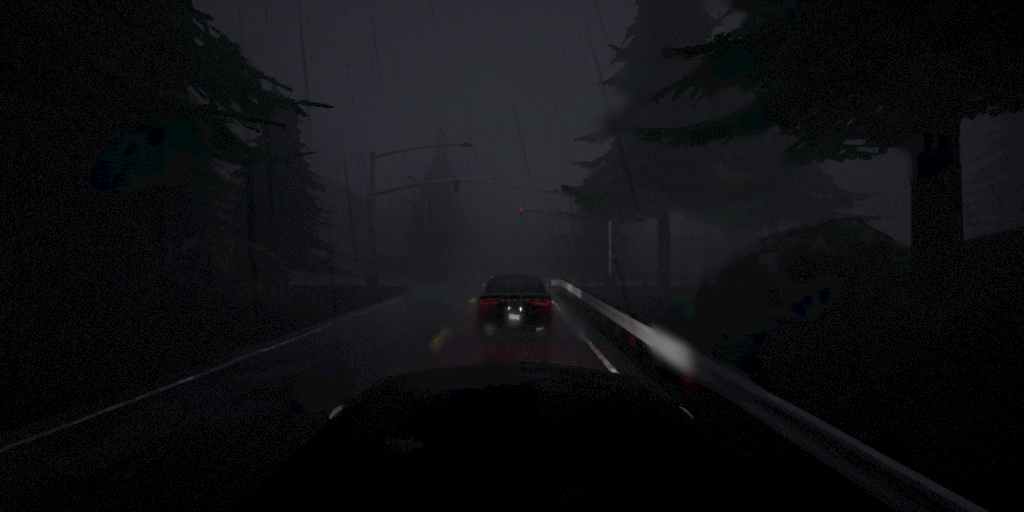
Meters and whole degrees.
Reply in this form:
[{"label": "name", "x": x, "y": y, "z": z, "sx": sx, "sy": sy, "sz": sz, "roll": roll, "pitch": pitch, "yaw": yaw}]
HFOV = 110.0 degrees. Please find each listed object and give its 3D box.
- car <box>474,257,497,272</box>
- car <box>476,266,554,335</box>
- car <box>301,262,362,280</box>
[{"label": "car", "x": -3.352, "y": 1.215, "z": 45.124, "sx": 1.882, "sy": 1.535, "sz": 5.008, "roll": 0, "pitch": 0, "yaw": 0}, {"label": "car", "x": 0.103, "y": 1.225, "z": 10.494, "sx": 1.882, "sy": 1.535, "sz": 5.008, "roll": 0, "pitch": 0, "yaw": 1}, {"label": "car", "x": -15.082, "y": 1.252, "z": 30.047, "sx": 4.674, "sy": 1.442, "sz": 1.812, "roll": 0, "pitch": 0, "yaw": 1}]
